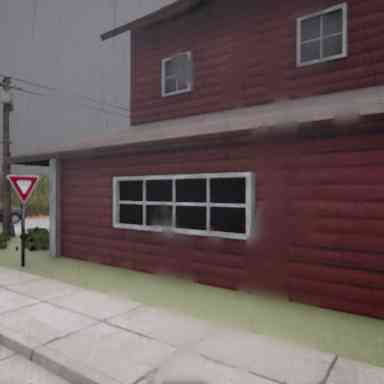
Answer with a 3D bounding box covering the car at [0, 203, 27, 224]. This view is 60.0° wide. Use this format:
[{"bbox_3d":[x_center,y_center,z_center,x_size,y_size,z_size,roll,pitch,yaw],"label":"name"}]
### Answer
[{"bbox_3d":[-14.051,1.512,22.933,1.837,1.490,4.892,0,0,36],"label":"car"}]
